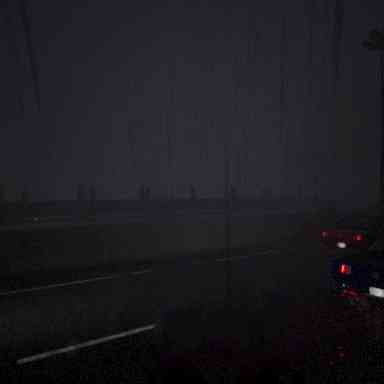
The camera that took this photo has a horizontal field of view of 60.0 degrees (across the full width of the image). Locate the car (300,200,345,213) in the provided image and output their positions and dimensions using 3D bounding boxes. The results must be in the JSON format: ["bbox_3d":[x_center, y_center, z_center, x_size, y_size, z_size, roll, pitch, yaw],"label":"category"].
[{"bbox_3d":[11.539,1.497,29.417,4.892,1.490,1.837,0,0,-35],"label":"car"}]

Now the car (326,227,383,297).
[{"bbox_3d":[5.308,1.599,7.537,4.718,1.301,1.895,0,0,-36],"label":"car"}]

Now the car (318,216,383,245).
[{"bbox_3d":[7.153,1.597,13.154,4.718,1.301,1.895,0,0,-36],"label":"car"}]

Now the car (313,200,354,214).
[{"bbox_3d":[15.563,1.592,36.548,4.718,1.301,1.895,0,0,-35],"label":"car"}]

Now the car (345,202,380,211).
[{"bbox_3d":[15.091,1.594,27.647,4.718,1.301,1.895,0,0,-35],"label":"car"}]
